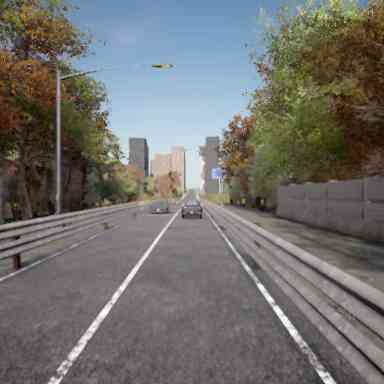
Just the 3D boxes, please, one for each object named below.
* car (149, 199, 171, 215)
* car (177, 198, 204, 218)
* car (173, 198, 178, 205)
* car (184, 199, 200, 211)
[{"bbox_3d":[-3.347,1.574,35.482,1.837,1.490,4.892,0,0,0],"label":"car"},{"bbox_3d":[0.008,1.521,30.000,2.128,1.511,4.902,0,0,0],"label":"car"},{"bbox_3d":[-3.253,2.190,76.589,1.812,1.442,4.674,0,-1,0],"label":"car"},{"bbox_3d":[0.041,1.697,43.498,2.033,1.411,5.357,0,-1,1],"label":"car"}]
